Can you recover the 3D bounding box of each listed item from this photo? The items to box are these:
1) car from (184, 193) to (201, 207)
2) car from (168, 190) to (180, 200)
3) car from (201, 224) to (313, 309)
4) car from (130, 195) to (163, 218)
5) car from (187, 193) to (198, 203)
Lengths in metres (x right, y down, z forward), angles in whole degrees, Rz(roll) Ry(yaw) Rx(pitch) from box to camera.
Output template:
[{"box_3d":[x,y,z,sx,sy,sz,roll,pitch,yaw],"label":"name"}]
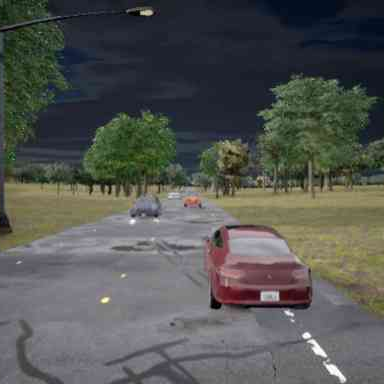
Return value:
[{"box_3d":[0.096,0.945,42.945,2.097,1.767,4.553,0,1,0],"label":"car"},{"box_3d":[-3.501,0.599,67.036,2.150,2.045,5.566,0,1,0],"label":"car"},{"box_3d":[1.227,1.453,7.533,1.812,1.442,4.674,0,1,0],"label":"car"},{"box_3d":[-3.589,1.095,26.822,2.097,1.767,4.553,0,1,0],"label":"car"},{"box_3d":[0.074,0.996,56.328,1.812,1.442,4.674,0,0,0],"label":"car"}]
